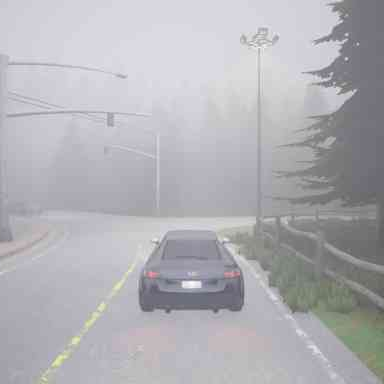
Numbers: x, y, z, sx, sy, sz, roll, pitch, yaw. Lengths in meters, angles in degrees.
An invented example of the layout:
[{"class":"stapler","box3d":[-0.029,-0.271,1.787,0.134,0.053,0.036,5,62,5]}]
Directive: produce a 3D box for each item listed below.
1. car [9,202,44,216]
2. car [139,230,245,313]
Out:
[{"class":"car","box3d":[-16.684,1.601,32.613,4.718,1.301,1.895,0,0,31]},{"class":"car","box3d":[-0.028,1.564,7.734,1.994,1.385,4.181,0,0,-1]}]
